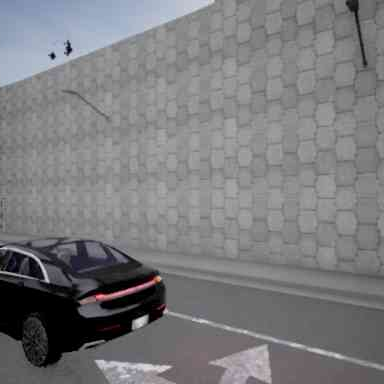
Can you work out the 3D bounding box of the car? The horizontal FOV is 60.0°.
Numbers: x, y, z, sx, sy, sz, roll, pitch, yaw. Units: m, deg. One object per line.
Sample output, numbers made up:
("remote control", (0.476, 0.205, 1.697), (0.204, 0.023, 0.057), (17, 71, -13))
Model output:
("car", (-2.666, 1.566, 5.888), (4.902, 1.511, 2.128), (-1, -1, 36))
